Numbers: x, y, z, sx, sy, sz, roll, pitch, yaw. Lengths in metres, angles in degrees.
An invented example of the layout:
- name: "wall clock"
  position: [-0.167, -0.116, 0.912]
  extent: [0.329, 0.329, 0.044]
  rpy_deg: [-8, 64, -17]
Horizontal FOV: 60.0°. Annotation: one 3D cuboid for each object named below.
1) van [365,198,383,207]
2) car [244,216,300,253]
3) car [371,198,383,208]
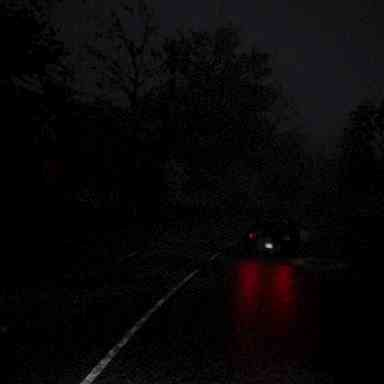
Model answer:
- name: "van"
  position: [41.282, 2.369, 74.127]
  extent: [4.442, 1.987, 1.878]
  rpy_deg: [1, -2, 21]
- name: "car"
  position: [3.586, 1.678, 14.204]
  extent: [1.895, 1.301, 4.718]
  rpy_deg: [1, 0, 20]
- name: "car"
  position: [35.193, 1.850, 58.653]
  extent: [5.566, 2.045, 2.435]
  rpy_deg: [1, -1, 21]
